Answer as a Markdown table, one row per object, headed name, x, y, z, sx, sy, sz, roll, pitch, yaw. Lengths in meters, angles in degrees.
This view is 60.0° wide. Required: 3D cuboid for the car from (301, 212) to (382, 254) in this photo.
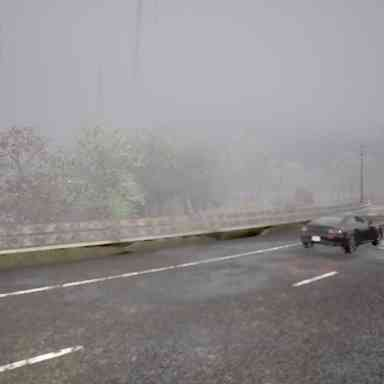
| name | x | y | z | sx | sy | sz | roll | pitch | yaw |
| --- | --- | --- | --- | --- | --- | --- | --- | --- | --- |
| car | 6.240 | 1.559 | 13.783 | 4.674 | 1.442 | 1.812 | 1 | -1 | -43 |
